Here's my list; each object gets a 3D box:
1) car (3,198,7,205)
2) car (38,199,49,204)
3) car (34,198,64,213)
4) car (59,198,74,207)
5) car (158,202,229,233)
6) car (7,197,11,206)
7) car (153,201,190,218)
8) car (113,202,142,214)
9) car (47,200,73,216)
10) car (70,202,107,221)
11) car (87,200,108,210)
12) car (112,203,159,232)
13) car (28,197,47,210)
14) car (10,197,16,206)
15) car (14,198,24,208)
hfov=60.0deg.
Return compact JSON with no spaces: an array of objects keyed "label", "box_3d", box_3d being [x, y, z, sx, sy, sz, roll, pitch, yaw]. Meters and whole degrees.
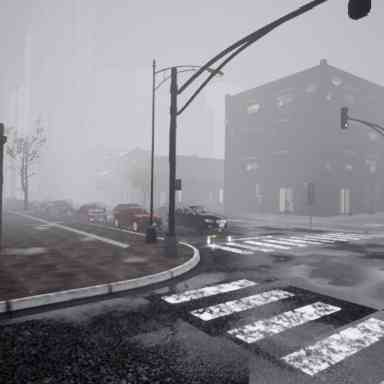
[{"label":"car","box_3d":[-38.441,1.931,71.144,2.192,1.841,5.009,1,-1,-35]},{"label":"car","box_3d":[-38.012,2.404,85.149,1.752,1.417,4.829,1,-1,-35]},{"label":"car","box_3d":[-18.041,1.843,41.785,2.008,1.369,4.403,1,-1,-35]},{"label":"car","box_3d":[-25.233,2.115,66.872,1.967,1.590,4.097,1,-1,-35]},{"label":"car","box_3d":[0.247,1.593,20.335,2.128,1.511,4.902,1,-1,-35]},{"label":"car","box_3d":[-35.272,2.132,66.606,1.947,1.339,4.313,1,-1,-35]},{"label":"car","box_3d":[-2.134,1.761,34.060,1.967,1.590,4.097,1,-1,-35]},{"label":"car","box_3d":[-8.338,1.966,42.921,2.008,1.369,4.403,1,-1,-35]},{"label":"car","box_3d":[-13.741,1.792,35.585,1.947,1.339,4.313,1,-1,-35]},{"label":"car","box_3d":[-8.584,1.730,28.207,1.802,1.307,4.206,1,-1,-35]},{"label":"car","box_3d":[-14.820,2.039,52.098,1.752,1.417,4.829,1,-1,-35]},{"label":"car","box_3d":[-3.426,1.615,20.831,1.887,1.381,4.507,1,-1,-35]},{"label":"car","box_3d":[-22.718,1.892,48.546,1.752,1.417,4.829,1,-1,-35]},{"label":"car","box_3d":[-32.101,2.082,62.072,1.947,1.339,4.313,1,-1,-35]},{"label":"car","box_3d":[-29.113,2.013,57.785,1.887,1.381,4.507,1,-1,-35]}]
